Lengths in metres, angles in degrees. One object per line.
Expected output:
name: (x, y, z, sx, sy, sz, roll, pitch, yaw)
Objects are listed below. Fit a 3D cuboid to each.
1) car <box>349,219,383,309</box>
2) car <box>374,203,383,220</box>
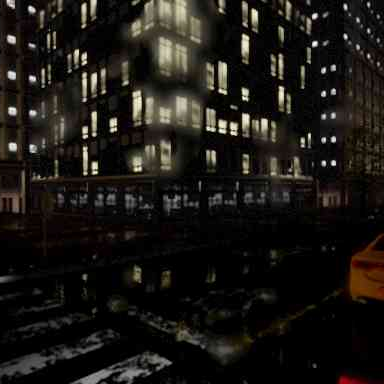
car: (5.055, 1.463, 7.070, 1.882, 1.535, 5.008, 0, 0, 45)
car: (15.563, 1.378, 25.651, 1.967, 1.590, 4.097, -1, 0, 45)
